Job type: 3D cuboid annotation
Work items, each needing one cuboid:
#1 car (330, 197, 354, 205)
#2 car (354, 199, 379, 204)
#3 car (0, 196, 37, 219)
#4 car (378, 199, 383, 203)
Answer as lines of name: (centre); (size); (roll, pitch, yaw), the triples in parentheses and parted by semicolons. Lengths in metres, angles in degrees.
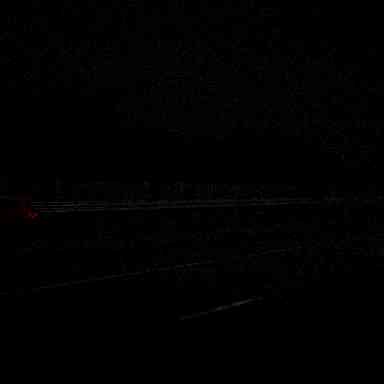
car: (20.299, 1.483, 44.232); (4.892, 1.490, 1.837); (-1, 0, -35)
car: (22.698, 1.544, 41.631); (4.181, 1.385, 1.994); (0, 0, -35)
car: (-9.656, 1.221, 14.300); (5.566, 2.045, 2.150); (0, 0, -35)
car: (23.784, 1.581, 38.120); (4.718, 1.301, 1.895); (0, 0, -35)
